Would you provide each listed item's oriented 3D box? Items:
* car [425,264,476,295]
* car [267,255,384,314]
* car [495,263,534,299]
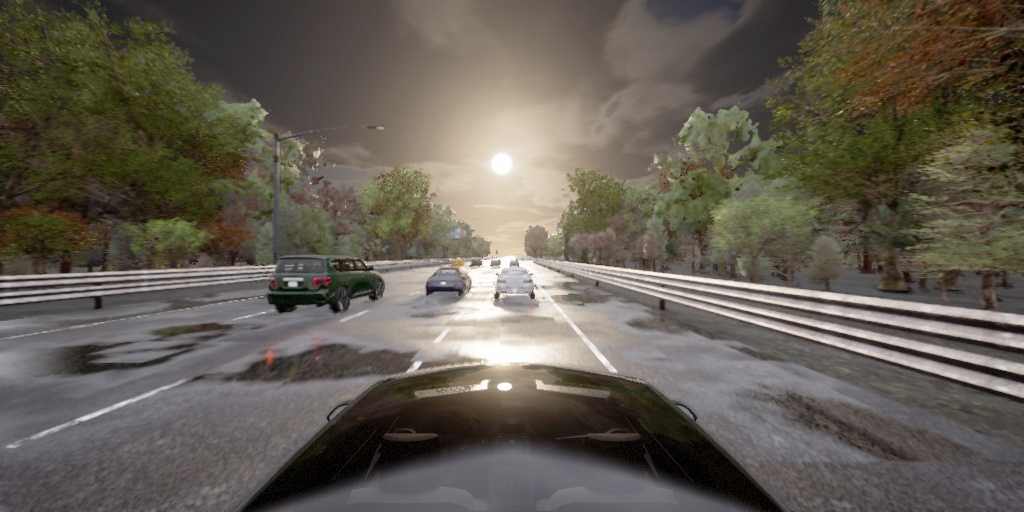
[{"bbox_3d":[-3.367,1.315,19.647,1.994,1.385,4.181,0,0,0],"label":"car"},{"bbox_3d":[-6.884,0.973,13.960,2.150,2.045,5.566,0,0,0],"label":"car"},{"bbox_3d":[0.129,1.276,18.118,1.812,1.442,4.674,0,0,0],"label":"car"}]
